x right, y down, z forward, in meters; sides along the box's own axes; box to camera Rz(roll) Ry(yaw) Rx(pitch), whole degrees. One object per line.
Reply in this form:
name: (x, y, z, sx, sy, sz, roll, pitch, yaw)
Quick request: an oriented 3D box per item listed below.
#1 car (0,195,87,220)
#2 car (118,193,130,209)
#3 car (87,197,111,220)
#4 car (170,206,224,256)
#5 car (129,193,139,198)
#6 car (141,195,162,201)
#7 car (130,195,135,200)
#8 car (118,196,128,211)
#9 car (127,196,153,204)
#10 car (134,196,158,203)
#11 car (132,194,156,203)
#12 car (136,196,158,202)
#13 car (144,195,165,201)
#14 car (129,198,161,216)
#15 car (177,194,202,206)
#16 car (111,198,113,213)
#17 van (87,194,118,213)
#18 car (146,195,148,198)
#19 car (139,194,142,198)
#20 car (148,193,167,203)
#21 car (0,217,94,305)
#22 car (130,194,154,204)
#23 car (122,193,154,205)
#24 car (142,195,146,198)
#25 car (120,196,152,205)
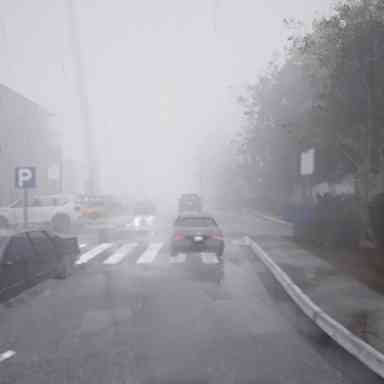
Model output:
car: (-9.560, 1.232, 20.179, 5.566, 2.045, 2.435, -1, 0, -21)
car: (-9.869, 1.361, 38.217, 4.553, 1.767, 2.185, -1, 0, -21)
car: (-9.469, 1.478, 26.275, 5.366, 1.575, 1.946, -1, 0, -21)
car: (0.111, 1.510, 12.980, 2.033, 1.411, 5.357, 0, 0, -2)
car: (-9.890, 1.363, 44.234, 4.553, 1.767, 2.185, -1, 0, -21)
car: (-10.534, 1.598, 86.249, 4.892, 1.521, 2.231, -1, -1, -21)
car: (-9.879, 1.527, 41.225, 4.674, 1.452, 2.002, -1, 0, -21)
car: (-9.782, 1.485, 35.215, 5.008, 1.535, 2.097, -1, 0, -21)
car: (-10.200, 1.563, 65.242, 4.674, 1.452, 2.002, -1, 0, -21)
car: (-10.304, 1.579, 74.259, 4.792, 1.488, 2.163, -1, 0, -21)
car: (-10.321, 1.415, 71.239, 4.553, 1.767, 2.185, -1, 0, -21)
car: (-10.380, 1.601, 77.250, 4.674, 1.452, 2.002, -1, -1, -21)
car: (-10.463, 1.615, 92.318, 5.366, 1.575, 1.946, -1, 0, -21)
car: (-4.453, 1.544, 32.008, 1.994, 1.385, 4.181, 0, 0, -1)
car: (-0.223, 1.187, 32.447, 2.150, 2.045, 5.566, 0, 0, -1)
car: (-9.699, 1.524, 29.213, 4.674, 1.452, 2.002, -1, 0, -21)
van: (-9.854, 1.261, 32.168, 4.442, 1.987, 1.878, -1, 0, -21)
car: (-10.021, 1.246, 53.249, 5.566, 2.045, 2.435, -1, 0, -21)
car: (-9.931, 1.365, 47.235, 4.553, 1.767, 2.185, -1, 0, -21)
car: (-4.614, 0.957, 47.728, 2.097, 1.767, 4.553, 0, 0, -1)
car: (-4.213, 1.525, 7.192, 2.033, 1.411, 5.357, 0, 0, 5)
car: (-10.278, 1.406, 68.238, 4.553, 1.767, 2.185, -1, 0, -21)
car: (-10.154, 1.264, 62.265, 5.566, 2.045, 2.435, -1, 0, -21)
car: (-9.977, 1.524, 50.249, 4.792, 1.488, 2.163, -1, 0, -21)
car: (-9.950, 1.503, 59.309, 5.366, 1.575, 1.946, -1, 0, -21)
